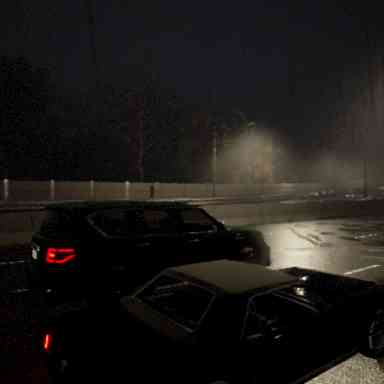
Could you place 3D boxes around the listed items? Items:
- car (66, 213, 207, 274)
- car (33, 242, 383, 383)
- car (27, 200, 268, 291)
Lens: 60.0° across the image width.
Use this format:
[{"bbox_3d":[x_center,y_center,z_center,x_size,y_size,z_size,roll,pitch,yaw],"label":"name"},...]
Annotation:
[{"bbox_3d":[-1.775,1.544,11.078,4.181,1.385,1.994,0,0,-36],"label":"car"},{"bbox_3d":[0.740,1.589,4.277,4.718,1.301,1.895,0,0,-36],"label":"car"},{"bbox_3d":[-0.655,1.206,7.578,5.566,2.045,2.150,0,0,-36],"label":"car"}]
